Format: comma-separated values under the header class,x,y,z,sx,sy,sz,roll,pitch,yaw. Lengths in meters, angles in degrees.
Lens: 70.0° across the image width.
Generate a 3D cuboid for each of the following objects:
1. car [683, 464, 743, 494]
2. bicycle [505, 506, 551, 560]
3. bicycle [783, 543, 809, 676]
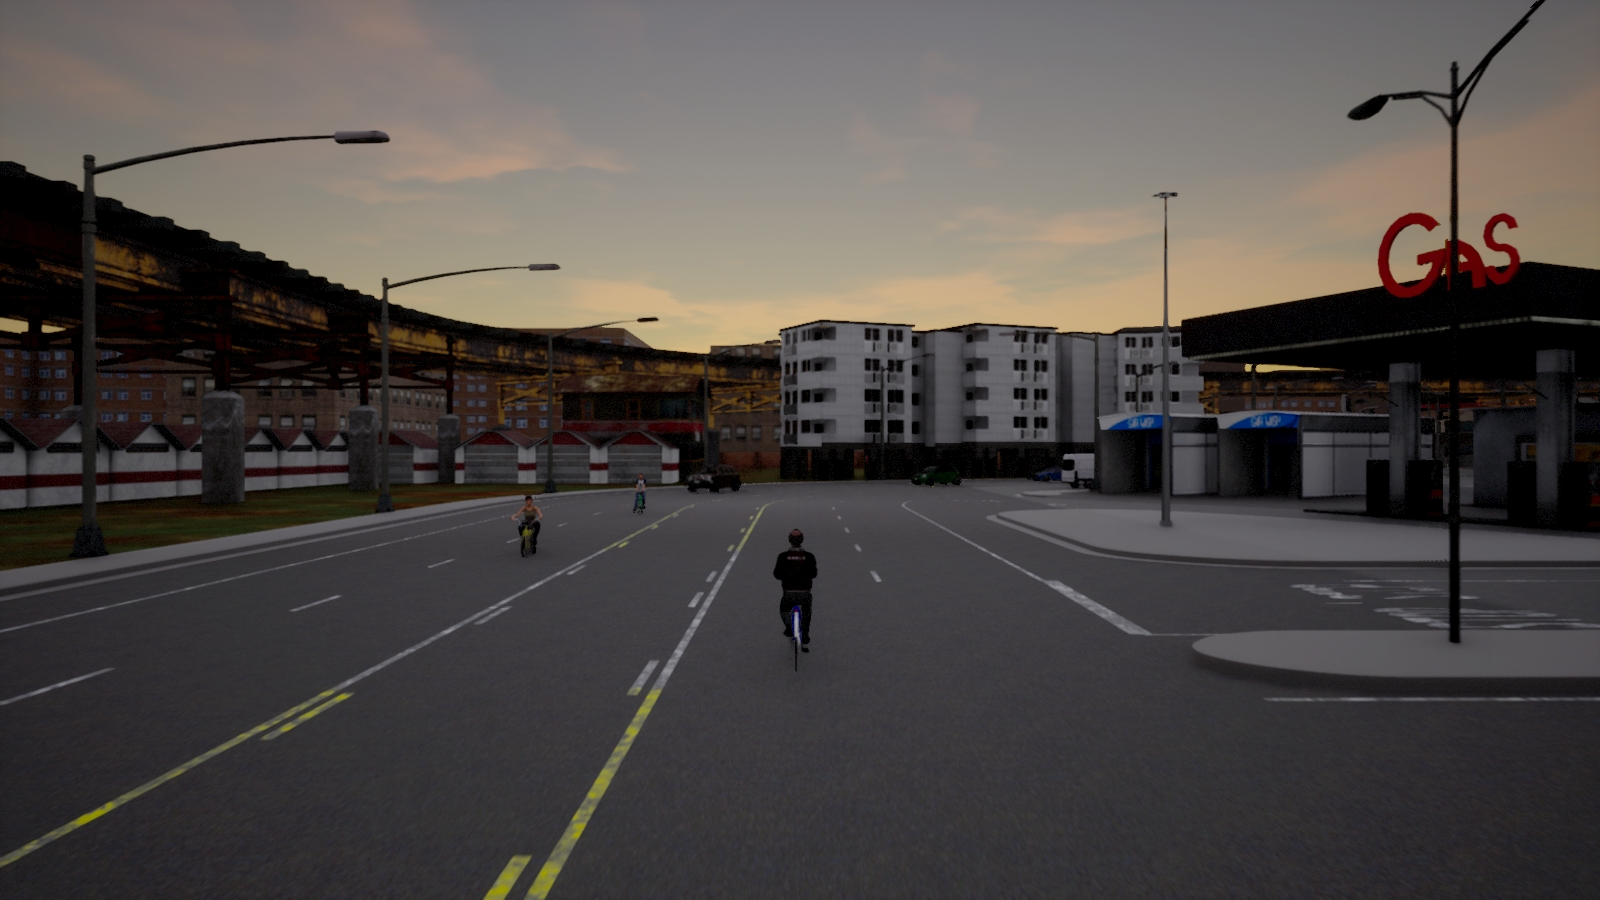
class,x,y,z,sx,sy,sz,roll,pitch,yaw
car,-5.645,1.865,75.002,1.932,1.855,4.605,-2,-1,24
bicycle,-7.096,2.145,29.861,0.859,1.301,1.487,0,0,0
bicycle,-0.055,2.048,15.063,0.329,1.496,1.835,0,0,0
